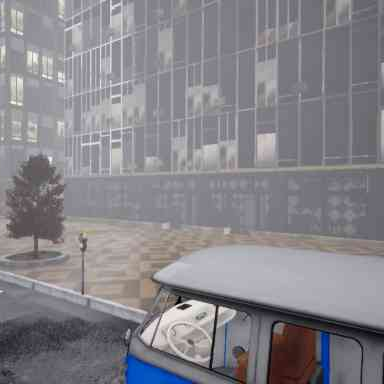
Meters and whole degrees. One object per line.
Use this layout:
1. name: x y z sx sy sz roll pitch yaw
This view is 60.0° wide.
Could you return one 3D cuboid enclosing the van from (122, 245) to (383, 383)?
1. van: 1.332 1.341 1.918 3.998 1.788 1.690 0 0 35
